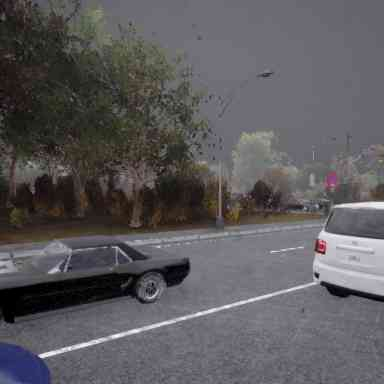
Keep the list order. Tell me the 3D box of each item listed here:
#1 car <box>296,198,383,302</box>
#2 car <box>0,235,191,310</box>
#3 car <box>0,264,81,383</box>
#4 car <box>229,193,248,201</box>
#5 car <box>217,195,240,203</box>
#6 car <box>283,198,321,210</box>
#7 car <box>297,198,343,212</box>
[{"bbox_3d":[4.997,1.221,7.320,5.566,2.045,2.150,0,0,-35],"label":"car"},{"bbox_3d":[-2.435,1.601,6.556,4.718,1.301,1.895,0,0,-36],"label":"car"},{"bbox_3d":[-3.122,1.526,1.515,4.674,1.442,1.812,0,0,-36],"label":"car"},{"bbox_3d":[7.235,1.213,47.049,2.150,2.045,5.566,0,0,-32],"label":"car"},{"bbox_3d":[7.265,1.339,66.975,2.128,1.511,4.902,0,1,-32],"label":"car"},{"bbox_3d":[12.482,1.492,38.720,2.128,1.511,4.902,0,0,-33],"label":"car"},{"bbox_3d":[15.511,1.491,40.505,2.128,1.511,4.902,0,0,-32],"label":"car"}]
